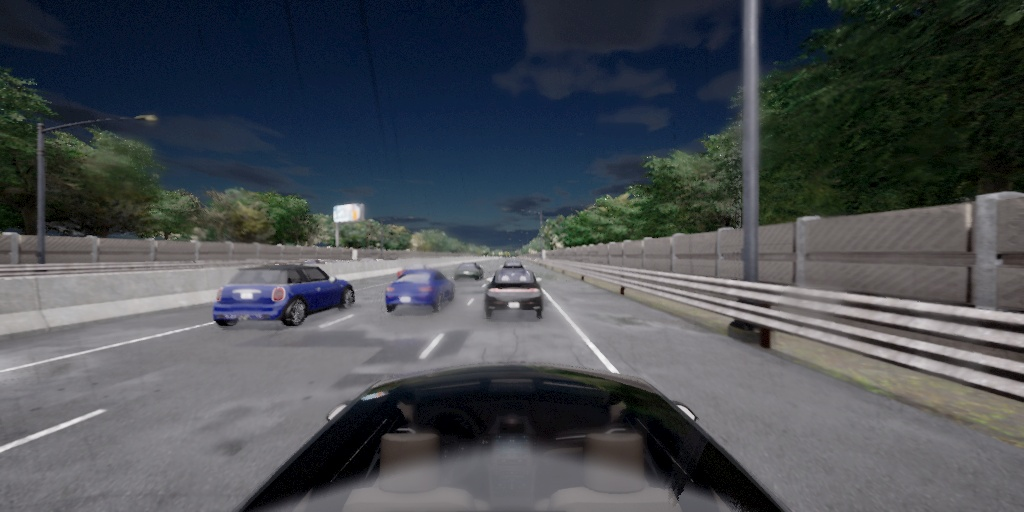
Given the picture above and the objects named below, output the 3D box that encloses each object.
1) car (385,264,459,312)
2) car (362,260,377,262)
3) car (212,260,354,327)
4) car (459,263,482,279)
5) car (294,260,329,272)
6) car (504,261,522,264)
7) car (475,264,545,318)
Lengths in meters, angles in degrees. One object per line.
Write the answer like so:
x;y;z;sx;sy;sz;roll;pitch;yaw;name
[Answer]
-3.413;1.223;13.838;1.812;1.442;4.674;0;0;0;car
-17.586;1.153;44.020;2.033;1.411;5.357;0;0;0;car
-6.923;1.060;11.508;2.097;1.767;4.553;0;0;0;car
-3.415;1.208;28.985;1.994;1.385;4.181;0;0;0;car
-24.579;1.169;44.099;1.994;1.385;4.181;0;0;0;car
0.083;1.137;28.341;2.128;1.511;4.902;0;0;0;car
0.081;1.194;12.700;2.128;1.511;4.902;0;0;0;car
